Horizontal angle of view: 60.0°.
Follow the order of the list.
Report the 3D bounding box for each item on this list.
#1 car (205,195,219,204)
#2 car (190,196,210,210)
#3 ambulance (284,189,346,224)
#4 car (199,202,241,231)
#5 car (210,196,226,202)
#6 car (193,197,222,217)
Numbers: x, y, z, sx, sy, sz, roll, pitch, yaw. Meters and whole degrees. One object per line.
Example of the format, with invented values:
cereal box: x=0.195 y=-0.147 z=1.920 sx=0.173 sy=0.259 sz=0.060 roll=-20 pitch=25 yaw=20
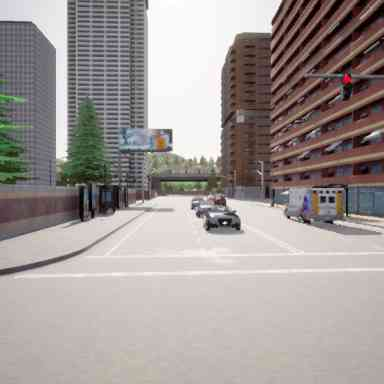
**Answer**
car: x=3.594 y=1.386 z=60.294 sx=1.882 sy=1.535 sz=5.008 roll=0 pitch=0 yaw=-3
car: x=0.802 y=1.443 z=42.191 sx=1.837 sy=1.490 sz=4.892 roll=0 pitch=1 yaw=-2
ambulance: x=8.671 y=0.993 z=24.515 sx=2.351 sy=2.431 sz=6.366 roll=0 pitch=0 yaw=-3
car: x=1.742 y=1.538 z=20.466 sx=1.994 sy=1.385 sz=4.181 roll=0 pitch=0 yaw=-3
car: x=4.075 y=1.401 z=50.478 sx=1.882 sy=1.535 sz=5.008 roll=0 pitch=0 yaw=-2
car: x=1.316 y=1.484 z=30.380 sx=1.812 sy=1.442 sz=4.674 roll=0 pitch=0 yaw=-3
